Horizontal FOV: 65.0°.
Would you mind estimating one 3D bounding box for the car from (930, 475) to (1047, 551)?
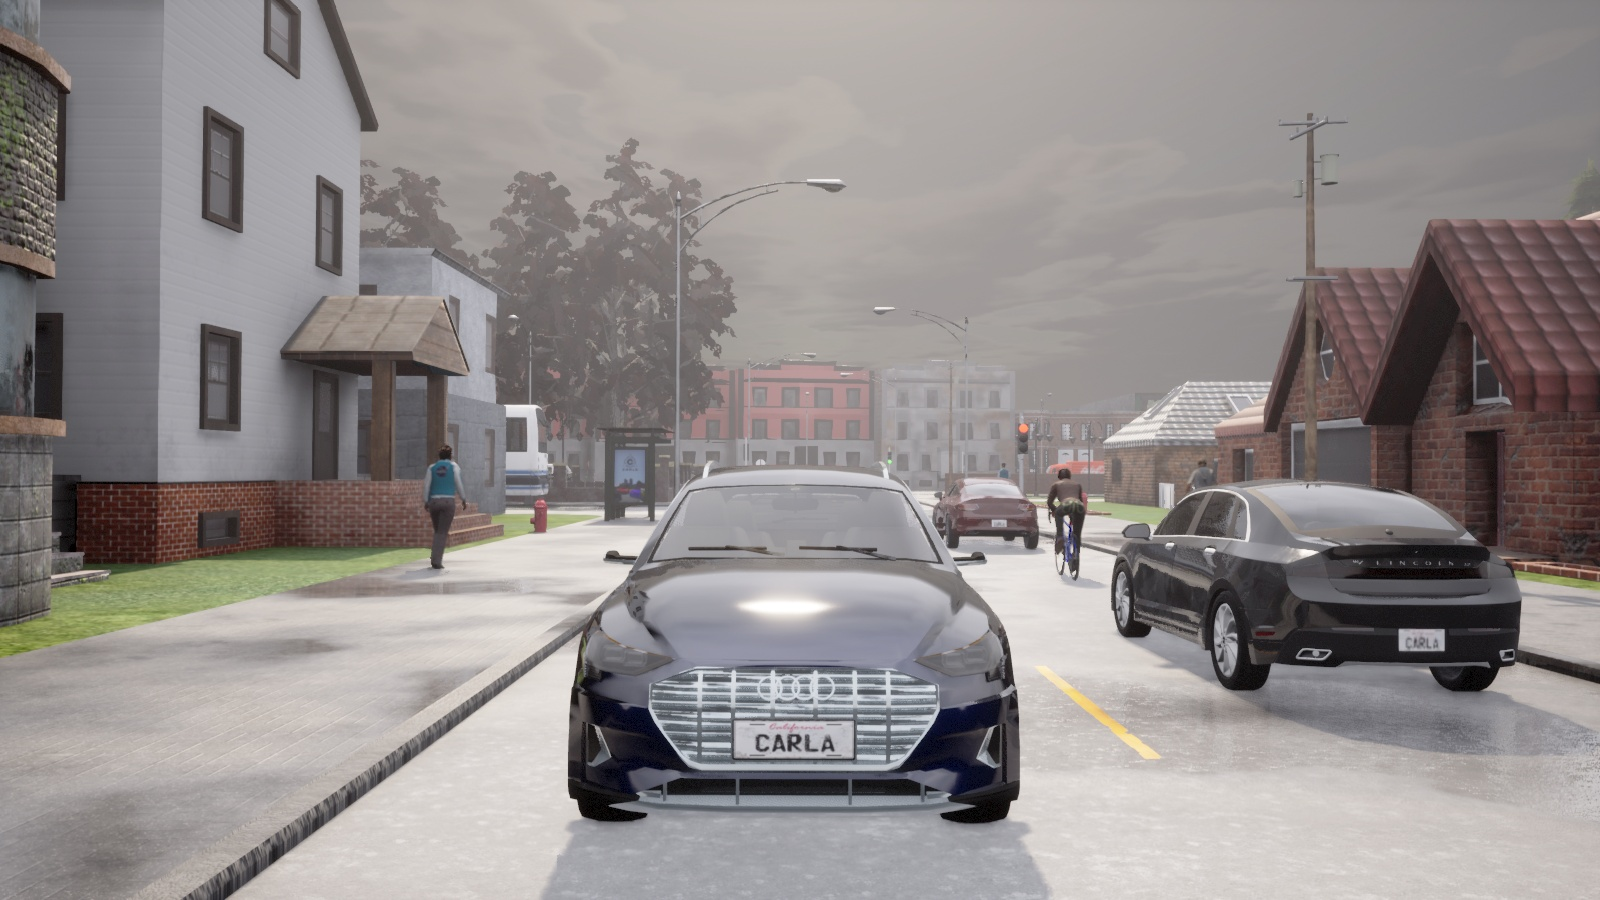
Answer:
[{"bbox_3d":[3.920,1.274,26.825,1.812,1.442,4.674,0,-1,1],"label":"car"}]

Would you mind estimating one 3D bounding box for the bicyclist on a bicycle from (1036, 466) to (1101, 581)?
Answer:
[{"bbox_3d":[3.950,1.063,18.579,0.582,1.620,1.656,0,-1,0],"label":"bicyclist on a bicycle"}]

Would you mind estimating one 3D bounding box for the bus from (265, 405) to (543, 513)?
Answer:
[{"bbox_3d":[-16.065,0.369,51.740,10.273,4.253,3.944,0,-1,-4],"label":"bus"}]

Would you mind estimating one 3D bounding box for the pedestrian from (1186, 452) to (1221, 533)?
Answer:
[{"bbox_3d":[9.313,0.973,28.989,0.540,1.848,0.694,0,-1,-5],"label":"pedestrian"}]

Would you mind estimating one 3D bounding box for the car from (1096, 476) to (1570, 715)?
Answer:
[{"bbox_3d":[3.973,0.979,10.445,1.837,1.490,4.892,0,-1,0],"label":"car"}]

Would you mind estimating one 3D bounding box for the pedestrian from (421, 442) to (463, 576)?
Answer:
[{"bbox_3d":[-5.244,0.854,18.407,0.396,1.930,0.692,0,-1,2],"label":"pedestrian"}]

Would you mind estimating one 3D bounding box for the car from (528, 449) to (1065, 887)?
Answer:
[{"bbox_3d":[-0.020,0.865,7.198,2.033,1.649,4.856,0,-1,0],"label":"car"}]
